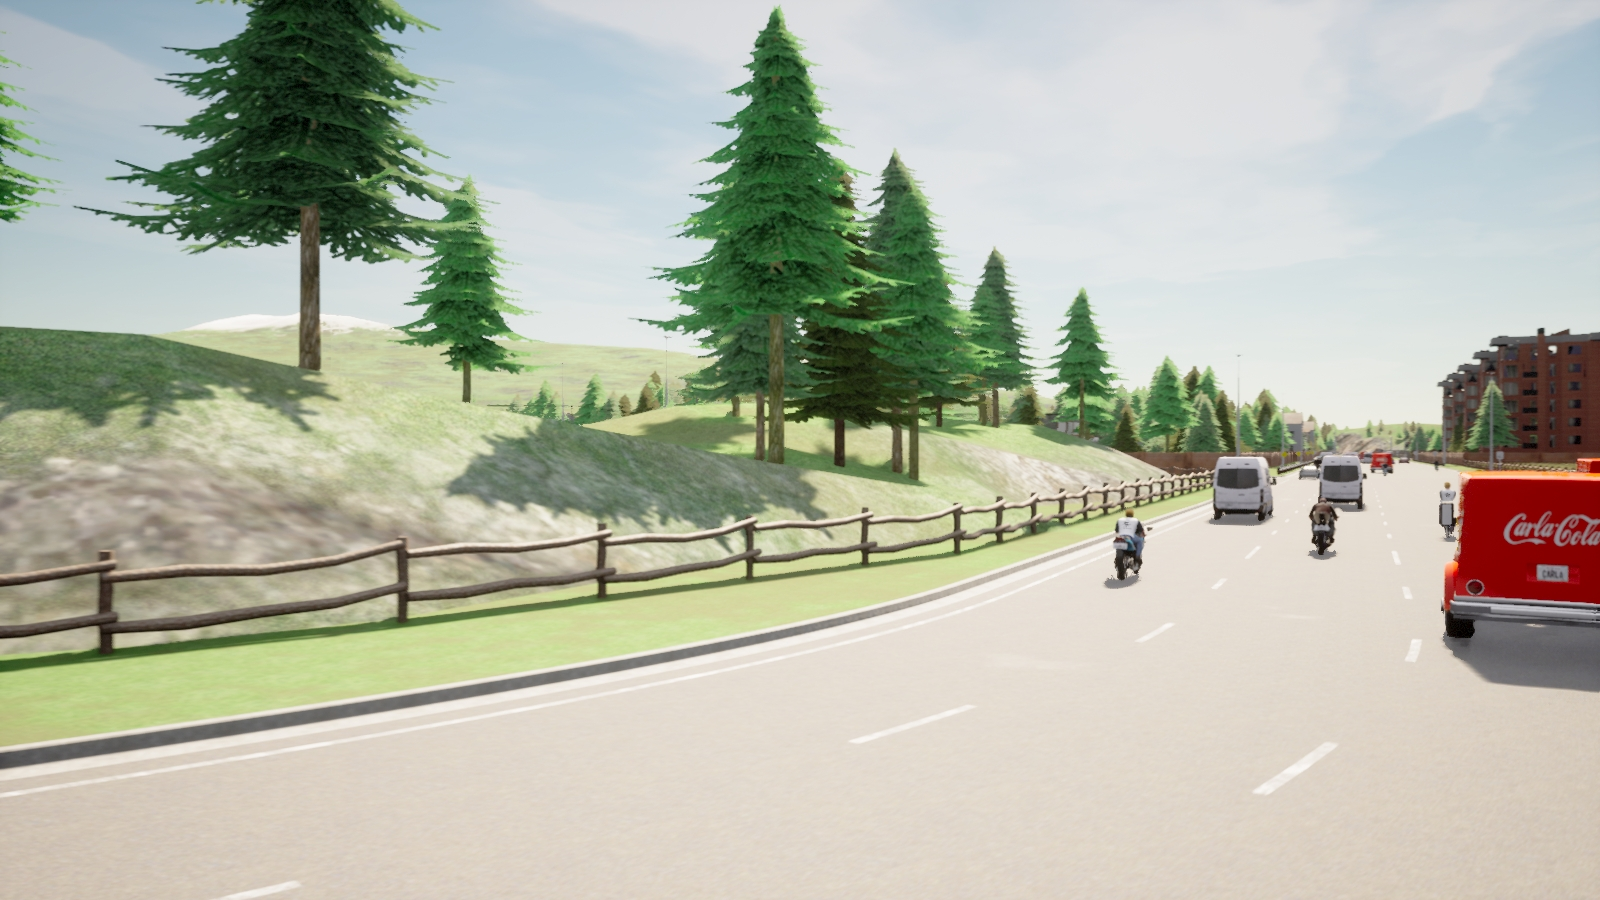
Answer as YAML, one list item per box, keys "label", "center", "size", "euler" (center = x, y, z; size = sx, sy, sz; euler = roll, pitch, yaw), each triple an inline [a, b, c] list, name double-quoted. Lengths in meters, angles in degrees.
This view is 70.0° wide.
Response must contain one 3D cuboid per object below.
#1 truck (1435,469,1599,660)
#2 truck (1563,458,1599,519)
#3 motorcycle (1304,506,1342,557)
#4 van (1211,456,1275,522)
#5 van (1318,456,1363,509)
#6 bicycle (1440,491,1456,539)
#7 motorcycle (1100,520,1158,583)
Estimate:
- label: "truck"
  center: [11.449, 1.581, 17.798]
  size: [2.627, 2.467, 5.204]
  euler: [0, 0, 28]
- label: "truck"
  center: [34.988, 1.613, 49.430]
  size: [2.627, 2.467, 5.204]
  euler: [0, 0, 26]
- label: "motorcycle"
  center: [14.474, 2.229, 31.598]
  size: [0.867, 1.251, 2.209]
  euler: [0, 0, 27]
- label: "van"
  center: [18.738, 1.570, 48.165]
  size: [1.988, 2.561, 5.915]
  euler: [0, 0, 26]
- label: "van"
  center: [27.524, 1.579, 58.057]
  size: [1.988, 2.561, 5.915]
  euler: [0, 0, 26]
- label: "bicycle"
  center: [21.000, 2.086, 37.062]
  size: [0.373, 1.496, 1.643]
  euler: [0, 0, 27]
- label: "motorcycle"
  center: [7.237, 2.204, 25.057]
  size: [0.803, 1.199, 2.033]
  euler: [-1, -1, 28]
